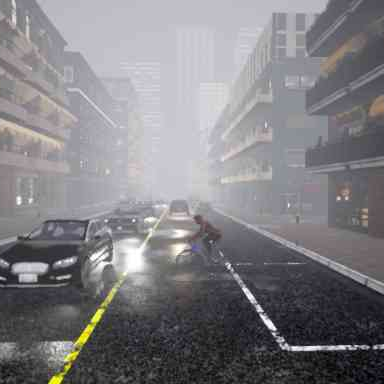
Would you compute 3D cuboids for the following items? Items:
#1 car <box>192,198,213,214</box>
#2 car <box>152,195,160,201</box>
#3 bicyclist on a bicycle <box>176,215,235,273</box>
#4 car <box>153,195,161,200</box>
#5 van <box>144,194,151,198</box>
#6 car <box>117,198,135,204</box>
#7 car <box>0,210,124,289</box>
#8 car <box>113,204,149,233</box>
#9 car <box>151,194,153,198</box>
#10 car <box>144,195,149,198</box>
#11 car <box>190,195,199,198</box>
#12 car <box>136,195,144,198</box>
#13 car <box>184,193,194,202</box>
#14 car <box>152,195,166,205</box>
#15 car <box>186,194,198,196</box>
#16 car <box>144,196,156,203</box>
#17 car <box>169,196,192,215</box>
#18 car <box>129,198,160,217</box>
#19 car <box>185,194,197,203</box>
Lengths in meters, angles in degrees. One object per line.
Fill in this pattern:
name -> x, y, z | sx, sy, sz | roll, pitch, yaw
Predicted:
car -> 1.234, 1.573, 35.184 | 1.802, 1.307, 4.206 | -1, 0, -2
car -> -9.290, 1.565, 85.228 | 1.802, 1.307, 4.206 | -1, 0, -2
bicyclist on a bicycle -> 0.357, 1.449, 9.225 | 1.656, 1.620, 0.582 | -2, 0, -2
car -> -9.529, 1.564, 90.825 | 1.802, 1.307, 4.206 | -1, 0, -2
van -> -7.827, 1.329, 51.647 | 1.690, 1.788, 3.998 | -1, 0, -2
car -> -7.106, 1.573, 34.857 | 1.802, 1.307, 4.206 | -1, 0, -2
car -> -3.443, 1.490, 9.221 | 2.128, 1.511, 4.902 | 0, 0, -3
car -> -3.887, 1.596, 19.704 | 1.895, 1.301, 4.718 | 0, 0, -2
car -> -8.328, 1.301, 62.840 | 2.192, 1.841, 5.009 | -1, 0, -2
car -> -7.585, 1.540, 46.050 | 2.008, 1.369, 4.403 | -1, 0, -2
car -> 0.748, 1.514, 46.548 | 1.752, 1.417, 4.829 | -1, 0, -2
car -> -7.347, 1.430, 40.453 | 1.967, 1.590, 4.097 | -1, 0, -2
car -> -0.681, 1.299, 79.960 | 2.192, 1.841, 5.009 | -1, 0, -2
car -> -5.548, 1.587, 58.997 | 1.895, 1.301, 4.718 | 0, 0, -2
car -> 0.275, 1.302, 57.572 | 2.192, 1.841, 5.009 | -1, 0, -2
car -> -8.581, 1.536, 68.437 | 2.008, 1.369, 4.403 | -1, 0, -2
car -> -1.279, 1.469, 33.781 | 1.882, 1.535, 5.008 | 0, 0, -2
car -> -4.337, 1.556, 30.880 | 1.994, 1.385, 4.181 | 0, 0, -2
car -> -0.203, 1.300, 68.766 | 2.192, 1.841, 5.009 | -1, 0, -2
